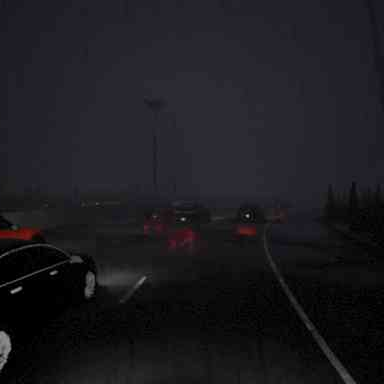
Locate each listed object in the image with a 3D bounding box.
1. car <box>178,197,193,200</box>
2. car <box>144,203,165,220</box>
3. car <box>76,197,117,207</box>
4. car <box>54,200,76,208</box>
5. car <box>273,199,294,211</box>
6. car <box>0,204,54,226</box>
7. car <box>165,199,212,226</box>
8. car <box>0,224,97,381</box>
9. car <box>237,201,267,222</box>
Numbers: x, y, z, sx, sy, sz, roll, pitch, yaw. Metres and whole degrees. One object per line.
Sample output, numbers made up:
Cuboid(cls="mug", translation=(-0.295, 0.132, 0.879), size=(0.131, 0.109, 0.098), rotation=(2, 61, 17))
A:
Cuboid(cls="car", translation=(-1.076, 1.521, 48.322), size=(2.128, 1.511, 4.902), rotation=(0, 0, 29))
Cuboid(cls="car", translation=(-2.182, 1.599, 27.982), size=(1.895, 1.301, 4.718), rotation=(0, 0, 18))
Cuboid(cls="car", translation=(-10.231, 1.323, 37.044), size=(2.097, 1.767, 4.553), rotation=(0, 0, 21))
Cuboid(cls="car", translation=(-13.974, 1.559, 37.045), size=(1.895, 1.301, 4.718), rotation=(0, 0, 21))
Cuboid(cls="car", translation=(11.363, 1.574, 41.404), size=(1.812, 1.442, 4.674), rotation=(0, 0, 29))
Cuboid(cls="car", translation=(-6.164, 1.332, 9.420), size=(2.097, 1.767, 4.553), rotation=(0, 0, 6))
Cuboid(cls="car", translation=(0.101, 1.497, 23.323), size=(2.128, 1.511, 4.902), rotation=(0, 0, 16))
Cuboid(cls="car", translation=(-3.061, 1.495, 5.278), size=(1.837, 1.490, 4.892), rotation=(0, 0, 4))
Cuboid(cls="car", translation=(4.914, 1.527, 27.032), size=(1.837, 1.490, 4.892), rotation=(0, 0, 19))
